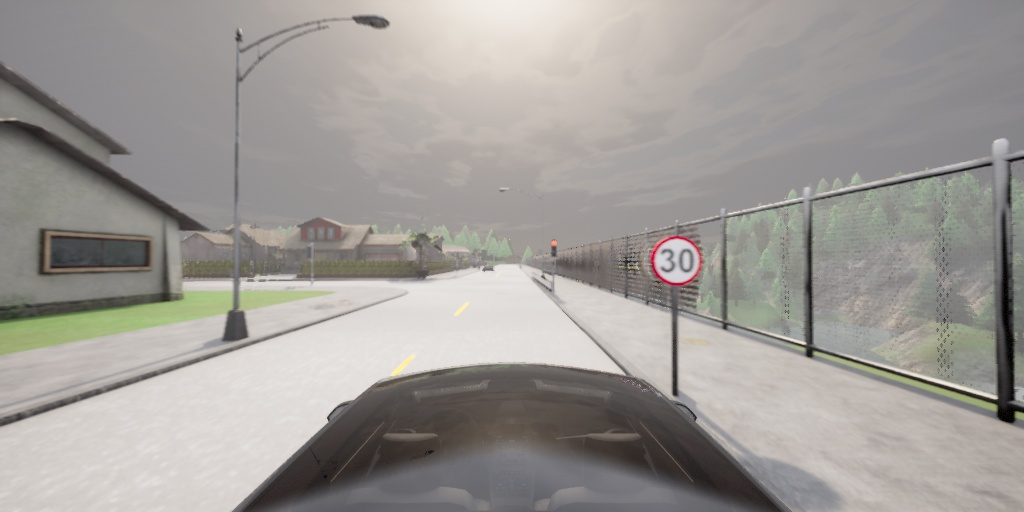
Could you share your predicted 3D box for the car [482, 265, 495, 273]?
[{"bbox_3d":[-3.994,2.131,61.349,1.895,1.301,4.718,0,-1,0],"label":"car"}]
